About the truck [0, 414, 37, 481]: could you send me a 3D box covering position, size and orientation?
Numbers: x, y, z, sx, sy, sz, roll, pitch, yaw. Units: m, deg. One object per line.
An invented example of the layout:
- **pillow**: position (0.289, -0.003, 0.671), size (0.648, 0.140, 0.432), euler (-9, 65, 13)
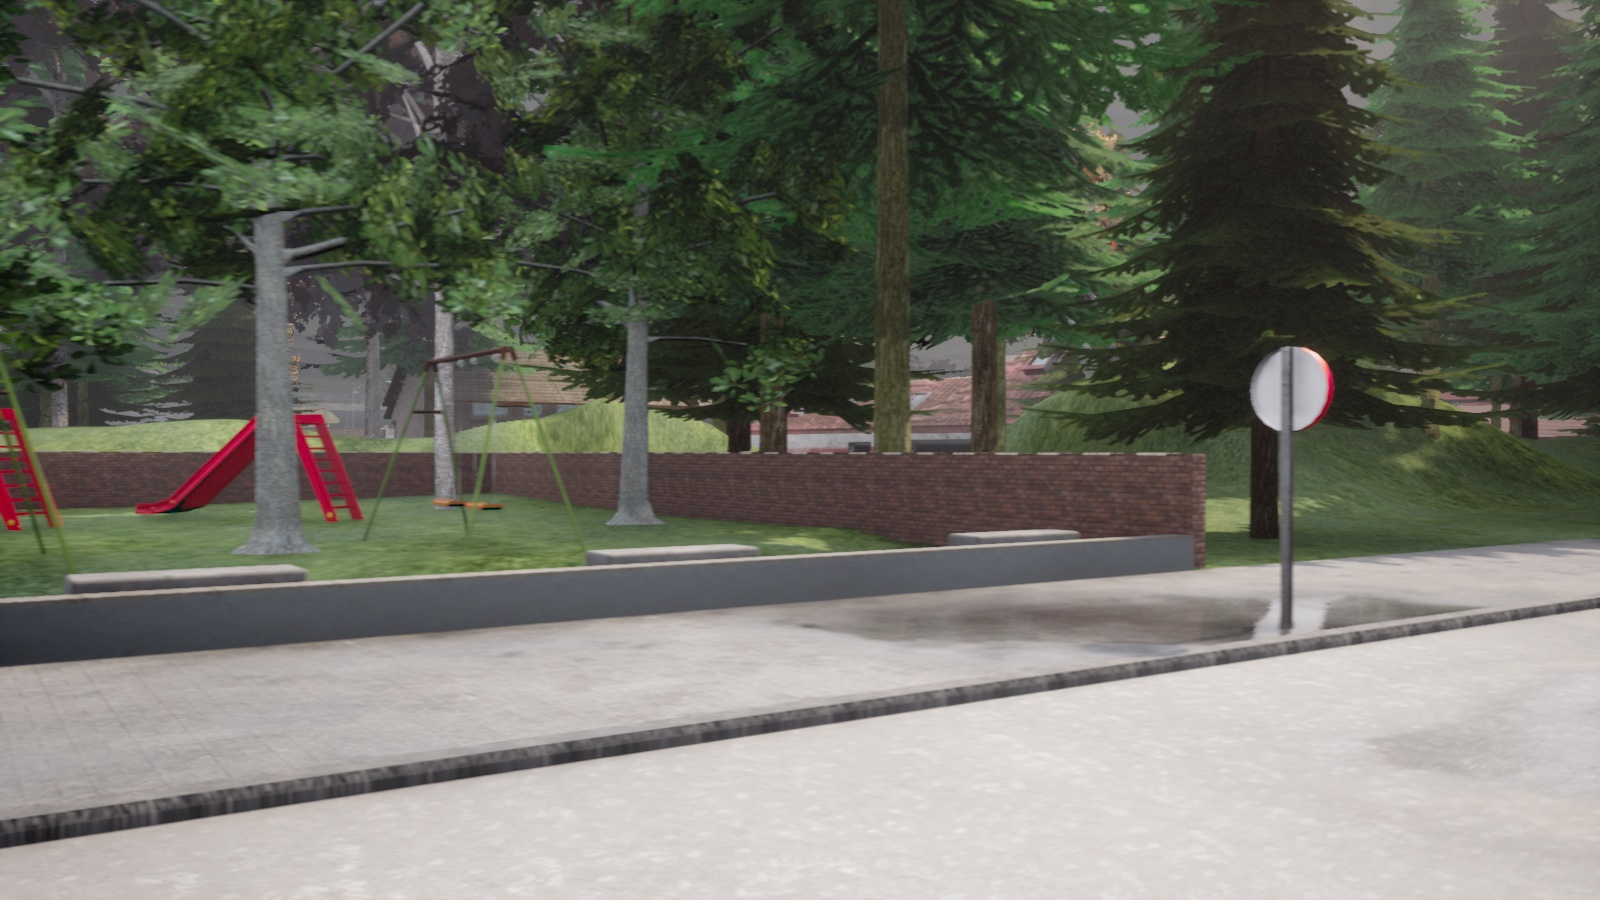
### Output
- **truck**: position (-48.151, -0.144, 70.909), size (8.468, 3.827, 2.891), euler (0, 0, -35)
